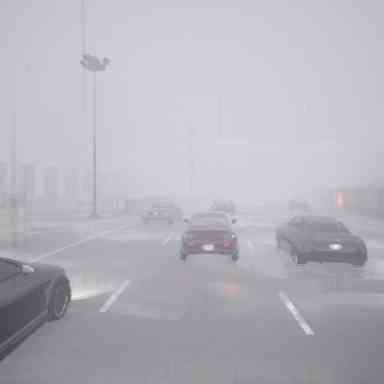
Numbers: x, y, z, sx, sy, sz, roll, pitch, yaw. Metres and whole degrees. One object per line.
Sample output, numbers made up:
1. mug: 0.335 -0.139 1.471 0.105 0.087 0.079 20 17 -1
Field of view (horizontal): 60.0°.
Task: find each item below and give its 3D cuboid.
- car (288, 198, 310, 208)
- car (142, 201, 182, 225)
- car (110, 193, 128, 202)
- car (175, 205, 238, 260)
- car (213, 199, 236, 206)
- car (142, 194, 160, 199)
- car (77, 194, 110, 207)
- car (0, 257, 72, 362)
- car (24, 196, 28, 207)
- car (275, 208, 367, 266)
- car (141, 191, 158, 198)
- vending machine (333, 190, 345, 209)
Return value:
1. car: 11.014 1.272 34.498 1.895 1.301 4.718 0 1 12
2. car: -1.843 1.303 22.111 2.033 1.411 5.357 0 1 8
3. car: -12.658 0.905 55.613 2.033 1.411 5.357 0 1 16
4. car: 0.638 1.400 11.859 1.812 1.442 4.674 0 1 4
5. car: 2.905 1.293 29.662 1.895 1.301 4.718 0 1 10
6. car: -6.261 1.015 52.515 1.895 1.301 4.718 0 1 16
7. car: -12.604 1.030 41.902 1.812 1.442 4.674 0 1 13
8. car: -3.245 1.503 4.456 1.994 1.385 4.181 0 1 2
9. car: -20.717 0.873 37.565 2.097 1.767 4.553 0 0 10
10. car: 4.099 1.458 11.176 1.994 1.385 4.181 0 1 4
11. car: -9.889 0.515 77.565 2.128 1.511 4.902 0 1 17
12. vending machine: 16.873 0.849 38.192 1.100 2.100 0.880 0 1 14
